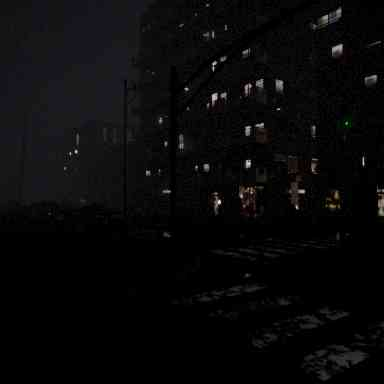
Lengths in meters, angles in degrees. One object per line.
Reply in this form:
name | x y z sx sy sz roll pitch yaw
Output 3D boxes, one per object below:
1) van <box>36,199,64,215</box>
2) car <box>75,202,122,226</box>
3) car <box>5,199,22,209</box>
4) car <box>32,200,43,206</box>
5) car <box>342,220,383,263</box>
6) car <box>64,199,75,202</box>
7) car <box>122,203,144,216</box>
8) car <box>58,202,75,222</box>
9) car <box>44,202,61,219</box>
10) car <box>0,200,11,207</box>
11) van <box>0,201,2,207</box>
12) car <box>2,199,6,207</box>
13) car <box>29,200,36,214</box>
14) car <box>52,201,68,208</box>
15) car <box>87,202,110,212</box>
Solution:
van | -17.106 1.901 39.860 1.690 1.788 3.998 -1 0 -35
car | -7.488 1.777 26.360 1.967 1.590 4.097 -1 0 -35
car | -33.131 2.366 62.360 1.967 1.590 4.097 -1 0 -35
car | -39.313 2.775 84.625 1.947 1.339 4.313 -1 0 -35
car | 7.095 1.574 10.331 1.812 1.442 4.674 0 -1 -35
car | -23.301 2.161 62.140 2.192 1.841 5.009 -1 0 -35
car | -7.380 2.006 39.793 1.752 1.417 4.829 -1 0 -35
car | -10.593 1.934 30.721 1.752 1.417 4.829 -1 0 -35
car | -13.896 2.036 35.359 2.008 1.369 4.403 -1 0 -35
car | -42.647 2.667 75.721 1.752 1.417 4.829 -1 0 -35
van | -39.543 2.412 71.360 1.690 1.788 3.998 -1 0 -35
car | -36.334 2.543 66.859 1.887 1.381 4.507 -1 0 -35
car | -20.309 2.074 44.360 1.967 1.590 4.097 -1 0 -35
car | -26.501 2.463 66.637 1.887 1.381 4.507 -1 0 -35
car | -13.687 2.192 48.649 1.947 1.339 4.313 -1 0 -35
